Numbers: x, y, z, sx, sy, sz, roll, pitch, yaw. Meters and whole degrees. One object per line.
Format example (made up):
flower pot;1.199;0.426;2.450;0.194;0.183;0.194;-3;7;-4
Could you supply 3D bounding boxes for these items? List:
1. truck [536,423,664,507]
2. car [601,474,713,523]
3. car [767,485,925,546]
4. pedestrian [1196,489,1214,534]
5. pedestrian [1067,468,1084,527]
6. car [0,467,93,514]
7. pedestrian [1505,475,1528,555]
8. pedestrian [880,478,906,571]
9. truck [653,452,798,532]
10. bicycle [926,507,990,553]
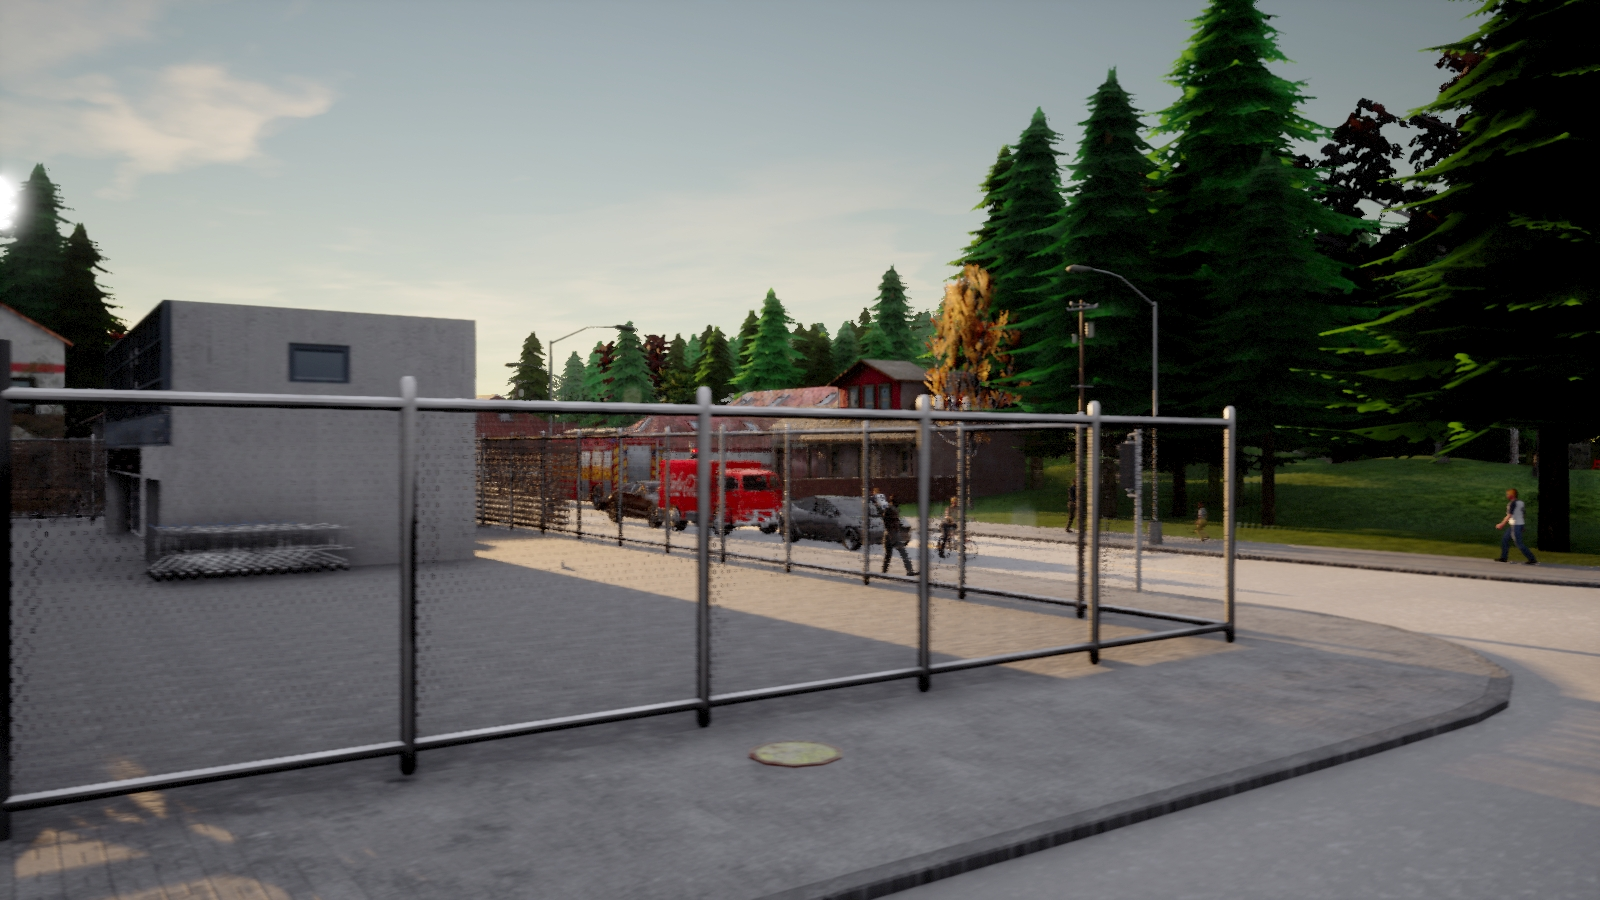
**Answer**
truck;-10.046;0.671;56.544;2.891;3.827;8.468;0;0;-35
car;-5.475;1.775;43.133;2.152;1.651;5.027;0;0;-34
car;1.251;1.843;33.407;2.163;1.488;4.792;0;0;-35
pedestrian;11.869;1.805;33.499;0.375;1.300;0.375;0;0;42
pedestrian;8.823;1.524;36.549;0.375;1.860;0.375;0;0;-45
car;-32.103;1.644;47.441;4.605;1.855;1.932;0;0;-34
pedestrian;16.840;1.524;26.855;0.375;1.860;0.375;0;0;-43
pedestrian;1.915;1.516;23.428;0.375;1.860;0.375;0;0;-42
truck;-2.629;1.339;38.979;2.627;2.467;5.204;0;0;-35
bicycle;4.053;2.036;29.404;0.859;1.080;1.487;0;0;-35
